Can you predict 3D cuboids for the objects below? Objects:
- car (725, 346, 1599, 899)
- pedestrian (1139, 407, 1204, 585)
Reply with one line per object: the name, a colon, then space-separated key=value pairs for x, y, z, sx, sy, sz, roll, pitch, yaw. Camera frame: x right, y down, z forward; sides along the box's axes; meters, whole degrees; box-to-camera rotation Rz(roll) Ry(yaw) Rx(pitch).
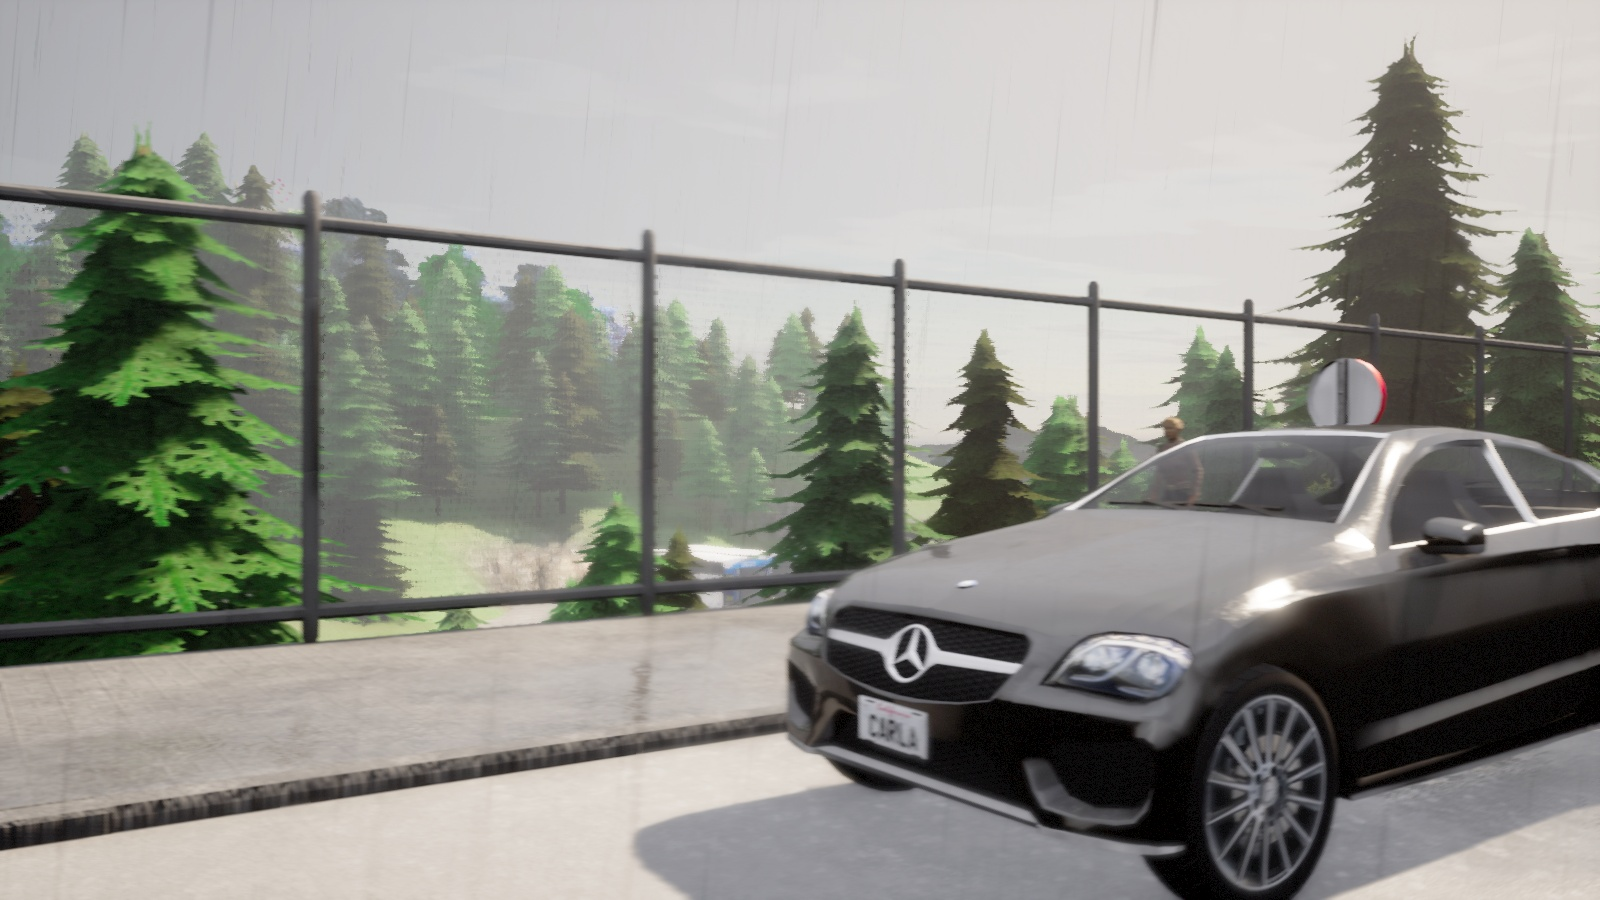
car: x=2.363 y=0.533 z=5.886 sx=5.027 sy=1.651 sz=2.152 roll=0 pitch=0 yaw=-35
pedestrian: x=3.937 y=0.479 z=13.307 sx=0.634 sy=1.846 sz=0.331 roll=0 pitch=0 yaw=-34
